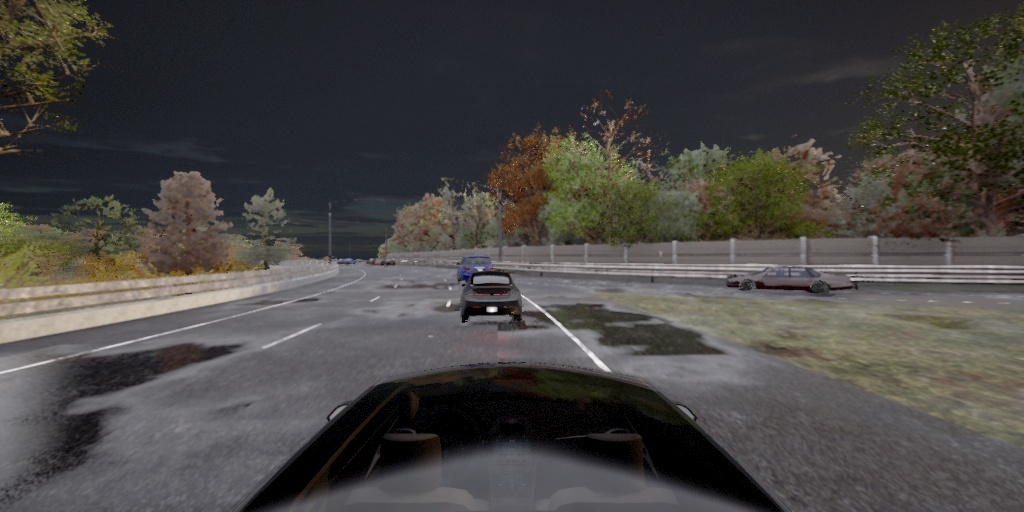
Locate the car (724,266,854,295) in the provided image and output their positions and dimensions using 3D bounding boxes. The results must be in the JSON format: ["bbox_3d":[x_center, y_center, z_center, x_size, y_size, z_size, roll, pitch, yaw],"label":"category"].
[{"bbox_3d":[14.432,1.248,19.074,5.357,1.411,2.033,0,0,26],"label":"car"}]

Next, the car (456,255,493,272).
[{"bbox_3d":[-2.626,0.981,25.144,2.150,2.045,5.566,0,0,-13],"label":"car"}]

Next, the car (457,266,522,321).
[{"bbox_3d":[-0.761,1.258,12.494,1.837,1.490,4.892,0,0,-5],"label":"car"}]
